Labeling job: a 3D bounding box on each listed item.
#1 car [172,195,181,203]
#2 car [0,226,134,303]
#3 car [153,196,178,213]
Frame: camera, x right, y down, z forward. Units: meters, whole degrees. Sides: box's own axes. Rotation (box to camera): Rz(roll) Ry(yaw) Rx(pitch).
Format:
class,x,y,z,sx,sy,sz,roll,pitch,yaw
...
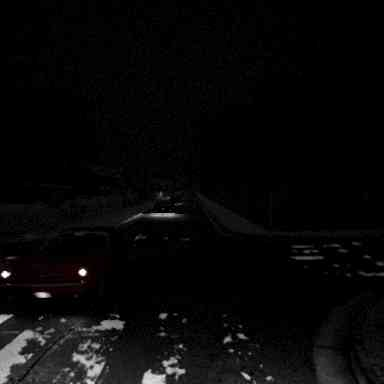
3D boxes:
class,x,y,z,sx,sy,sz,roll,pitch,yaw
car,-2.868,1.236,58.678,2.033,1.411,5.357,0,0,0
car,-2.783,1.605,8.396,1.895,1.301,4.718,-1,0,0
car,-2.817,1.427,34.261,1.994,1.385,4.181,0,0,0
